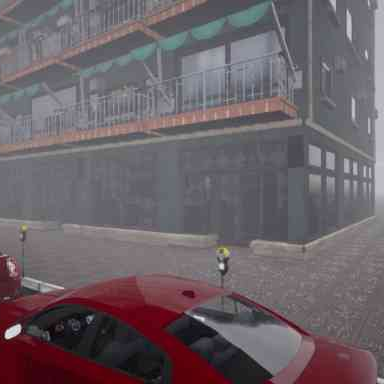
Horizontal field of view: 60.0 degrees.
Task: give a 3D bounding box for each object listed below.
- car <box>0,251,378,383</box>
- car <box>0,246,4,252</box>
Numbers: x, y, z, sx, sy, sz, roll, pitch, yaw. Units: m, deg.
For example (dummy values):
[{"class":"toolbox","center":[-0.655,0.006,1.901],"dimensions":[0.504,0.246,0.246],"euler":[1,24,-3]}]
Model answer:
[{"class":"car","center":[-0.634,1.545,3.331],"dimensions":[4.507,1.381,1.887],"euler":[0,0,36]},{"class":"car","center":[-5.219,1.440,6.610],"dimensions":[4.097,1.590,1.967],"euler":[0,0,36]}]
